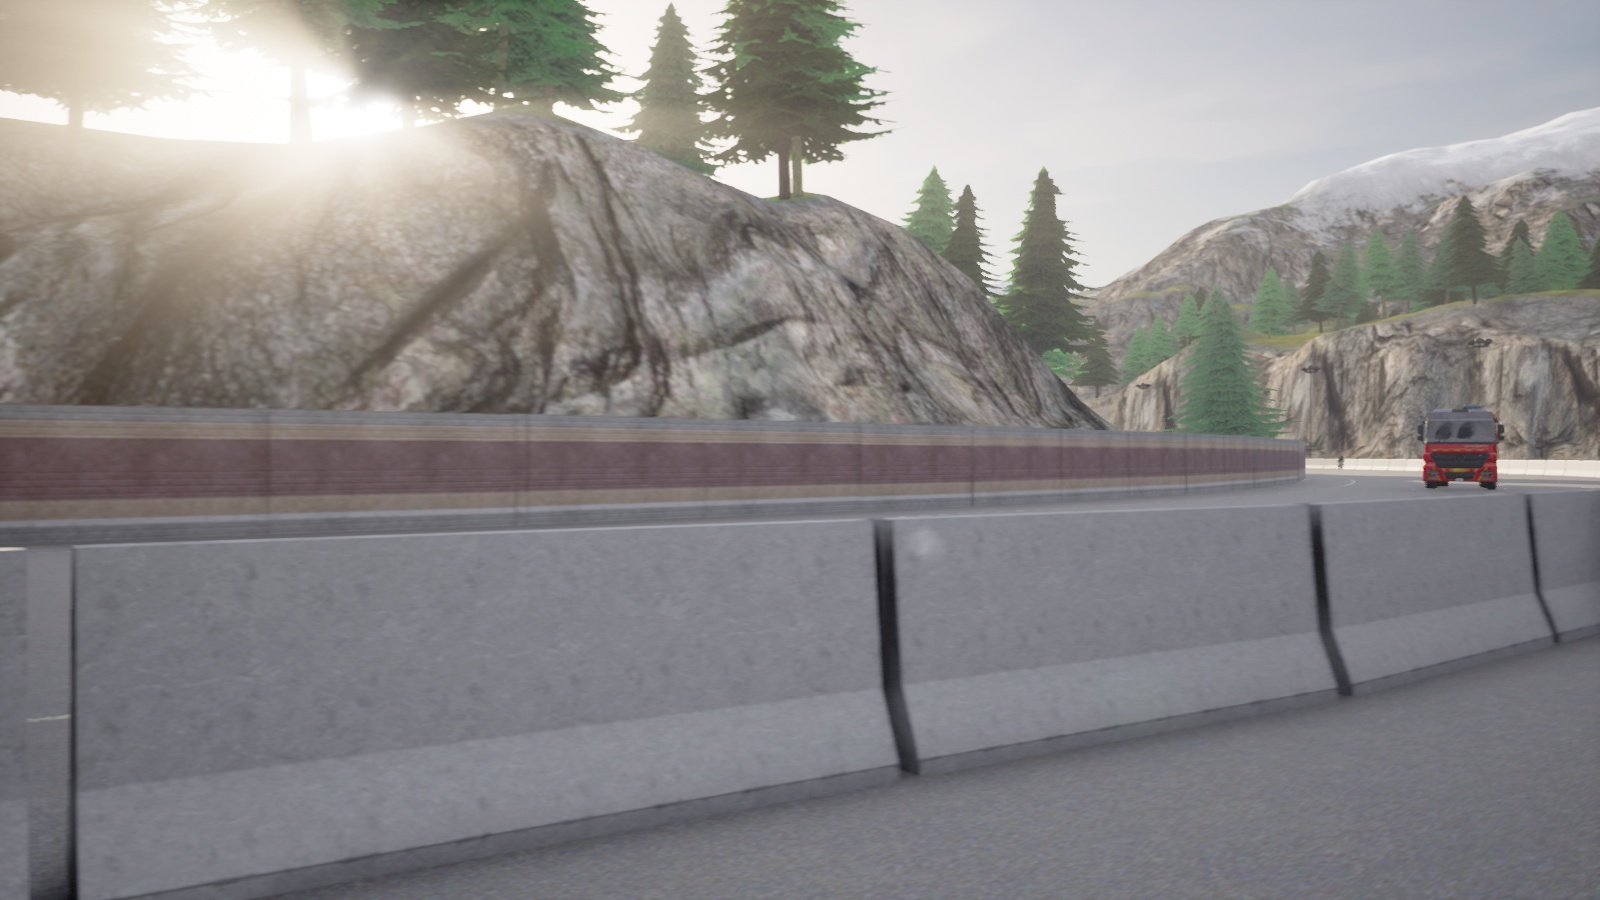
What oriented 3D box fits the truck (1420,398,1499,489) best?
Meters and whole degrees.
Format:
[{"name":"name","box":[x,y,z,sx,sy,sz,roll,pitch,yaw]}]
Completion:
[{"name":"truck","box":[30.248,-0.267,57.399,2.891,3.827,8.468,0,0,30]}]
